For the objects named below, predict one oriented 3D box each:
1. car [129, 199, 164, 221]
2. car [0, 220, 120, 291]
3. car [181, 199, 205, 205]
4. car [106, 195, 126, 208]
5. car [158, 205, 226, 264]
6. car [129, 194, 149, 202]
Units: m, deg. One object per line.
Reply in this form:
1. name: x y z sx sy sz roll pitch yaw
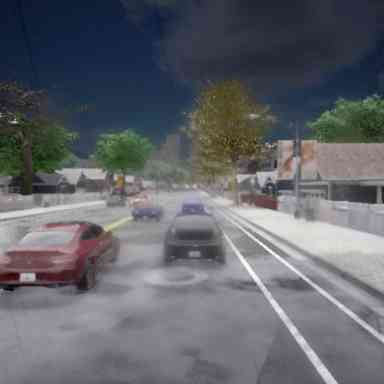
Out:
1. car: -3.172 1.436 24.987 1.895 1.301 4.718 0 0 0
2. car: -3.175 1.468 8.704 1.812 1.442 4.674 0 0 0
3. car: 0.086 1.292 28.175 1.882 1.535 5.008 0 0 0
4. car: -9.841 1.220 43.286 1.837 1.490 4.892 0 0 0
5. car: 0.084 1.429 11.468 1.837 1.490 4.892 0 0 0
6. car: -6.594 1.072 42.246 2.097 1.767 4.553 0 1 0
